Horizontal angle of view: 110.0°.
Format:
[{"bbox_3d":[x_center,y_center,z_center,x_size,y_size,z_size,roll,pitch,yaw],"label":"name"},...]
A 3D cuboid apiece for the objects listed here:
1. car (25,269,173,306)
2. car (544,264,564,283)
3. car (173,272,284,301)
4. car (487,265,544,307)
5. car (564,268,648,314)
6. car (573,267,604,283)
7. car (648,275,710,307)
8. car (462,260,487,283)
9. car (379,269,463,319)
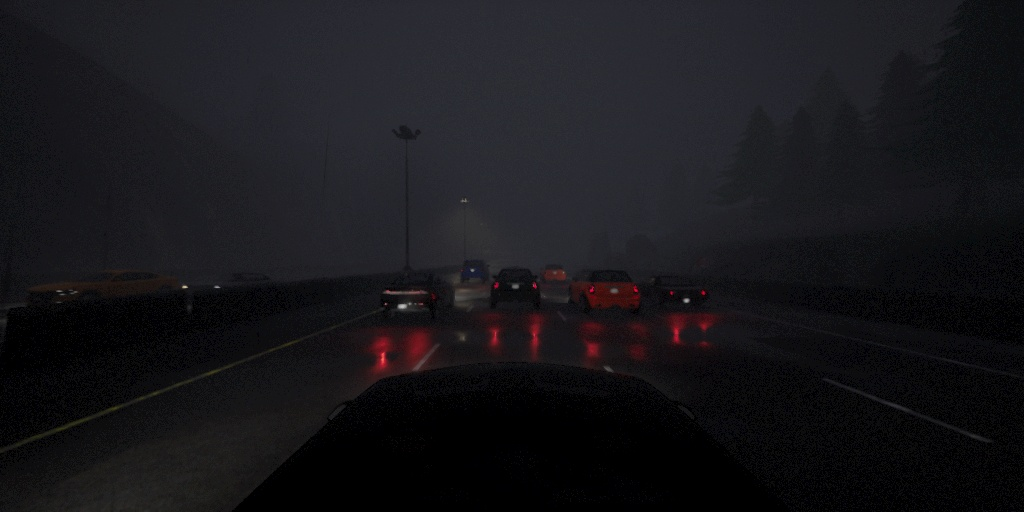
[{"bbox_3d":[-17.543,1.346,15.773,1.882,1.535,5.008,0,-1,0],"label":"car"},{"bbox_3d":[3.718,1.508,33.160,2.097,1.767,4.553,0,0,0],"label":"car"},{"bbox_3d":[-14.026,1.513,18.318,1.895,1.301,4.718,0,-1,0],"label":"car"},{"bbox_3d":[0.147,1.290,16.668,2.097,1.767,4.553,0,-1,0],"label":"car"},{"bbox_3d":[3.645,1.279,14.861,2.097,1.767,4.553,0,-1,0],"label":"car"},{"bbox_3d":[7.224,1.780,34.306,1.895,1.301,4.718,0,-1,0],"label":"car"},{"bbox_3d":[7.150,1.566,16.881,1.895,1.301,4.718,0,-1,0],"label":"car"},{"bbox_3d":[-3.282,1.345,32.577,2.150,2.045,5.566,0,-1,0],"label":"car"},{"bbox_3d":[-3.364,1.379,13.481,2.128,1.511,4.902,0,-1,0],"label":"car"}]
